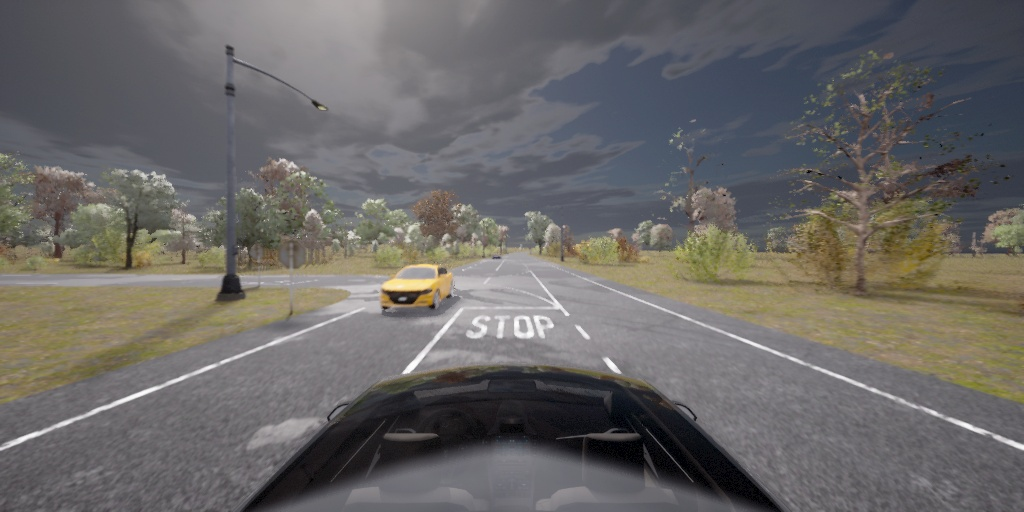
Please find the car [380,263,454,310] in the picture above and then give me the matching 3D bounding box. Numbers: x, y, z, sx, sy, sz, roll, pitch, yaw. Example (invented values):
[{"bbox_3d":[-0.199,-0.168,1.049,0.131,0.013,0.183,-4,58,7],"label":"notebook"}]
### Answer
[{"bbox_3d":[-3.493,1.064,13.960,1.882,1.535,5.008,0,1,0],"label":"car"}]
